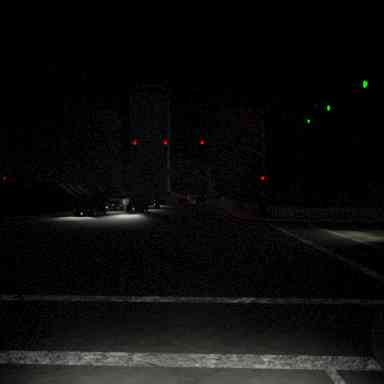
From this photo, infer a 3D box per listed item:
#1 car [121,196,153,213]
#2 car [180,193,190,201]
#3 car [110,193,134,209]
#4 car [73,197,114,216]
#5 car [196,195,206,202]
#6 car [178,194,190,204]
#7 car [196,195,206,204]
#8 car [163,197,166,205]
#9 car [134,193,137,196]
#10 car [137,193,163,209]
[{"bbox_3d":[-6.059,1.491,37.225,2.128,1.511,4.902,0,0,1],"label":"car"},{"bbox_3d":[-1.530,1.182,74.623,2.097,1.767,4.553,0,0,1],"label":"car"},{"bbox_3d":[-9.423,1.221,42.709,2.150,2.045,5.566,0,0,2],"label":"car"},{"bbox_3d":[-9.745,1.547,32.529,2.033,1.411,5.357,0,0,4],"label":"car"},{"bbox_3d":[1.969,1.352,74.566,2.128,1.511,4.902,0,0,1],"label":"car"},{"bbox_3d":[-1.743,1.564,66.062,1.994,1.385,4.181,0,0,1],"label":"car"},{"bbox_3d":[1.741,1.505,65.349,1.837,1.490,4.892,0,0,1],"label":"car"},{"bbox_3d":[-5.549,1.547,57.152,2.033,1.411,5.357,0,0,2],"label":"car"},{"bbox_3d":[-9.147,1.221,53.479,2.150,2.045,5.566,0,0,1],"label":"car"},{"bbox_3d":[-5.819,1.221,46.797,2.150,2.045,5.566,0,0,1],"label":"car"}]
